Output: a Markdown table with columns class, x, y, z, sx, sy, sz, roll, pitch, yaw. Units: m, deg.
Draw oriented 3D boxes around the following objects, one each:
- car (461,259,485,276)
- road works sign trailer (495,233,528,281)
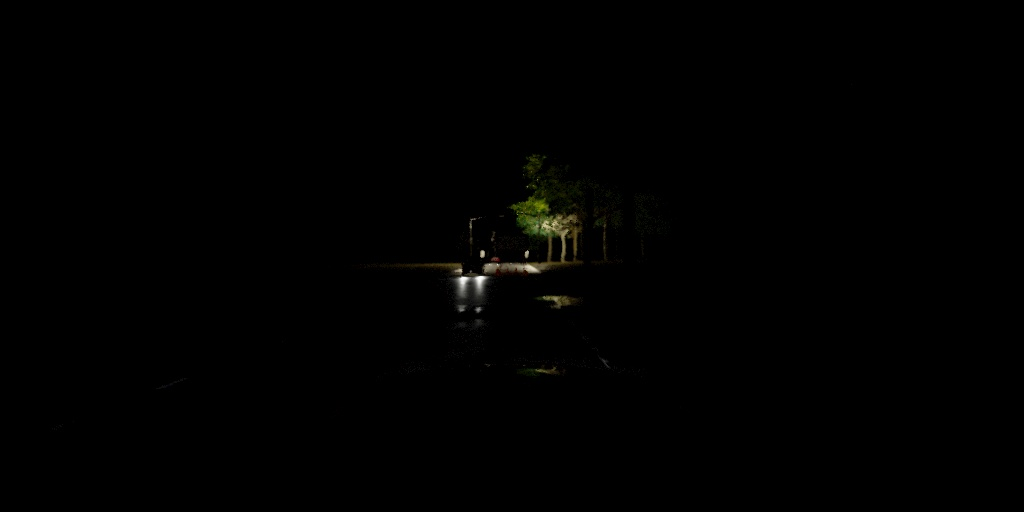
| class | x | y | z | sx | sy | sz | roll | pitch | yaw |
| --- | --- | --- | --- | --- | --- | --- | --- | --- | --- |
| car | -3.605 | 1.074 | 33.796 | 1.837 | 1.490 | 4.892 | 0 | 0 | 0 |
| road works sign trailer | -0.006 | 0.065 | 27.627 | 2.380 | 3.560 | 2.880 | 0 | 0 | -1 |
